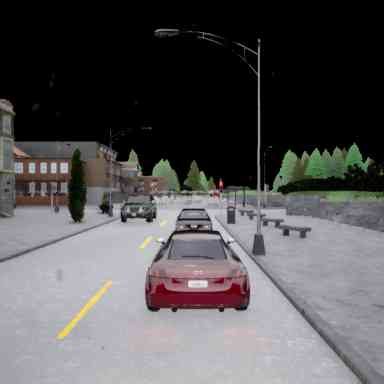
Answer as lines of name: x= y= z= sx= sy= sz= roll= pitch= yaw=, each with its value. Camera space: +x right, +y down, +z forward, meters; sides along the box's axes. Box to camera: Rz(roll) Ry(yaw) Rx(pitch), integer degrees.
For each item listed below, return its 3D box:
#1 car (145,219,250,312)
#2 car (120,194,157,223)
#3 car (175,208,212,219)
car: x=0.095 y=1.564 z=7.777 sx=1.994 sy=1.385 sz=4.181 roll=0 pitch=0 yaw=0
car: x=-4.029 y=1.218 z=25.878 sx=2.150 sy=2.045 sz=5.566 roll=0 pitch=0 yaw=0
car: x=0.084 y=1.547 z=17.013 sx=2.033 sy=1.411 sz=5.357 roll=0 pitch=0 yaw=0
